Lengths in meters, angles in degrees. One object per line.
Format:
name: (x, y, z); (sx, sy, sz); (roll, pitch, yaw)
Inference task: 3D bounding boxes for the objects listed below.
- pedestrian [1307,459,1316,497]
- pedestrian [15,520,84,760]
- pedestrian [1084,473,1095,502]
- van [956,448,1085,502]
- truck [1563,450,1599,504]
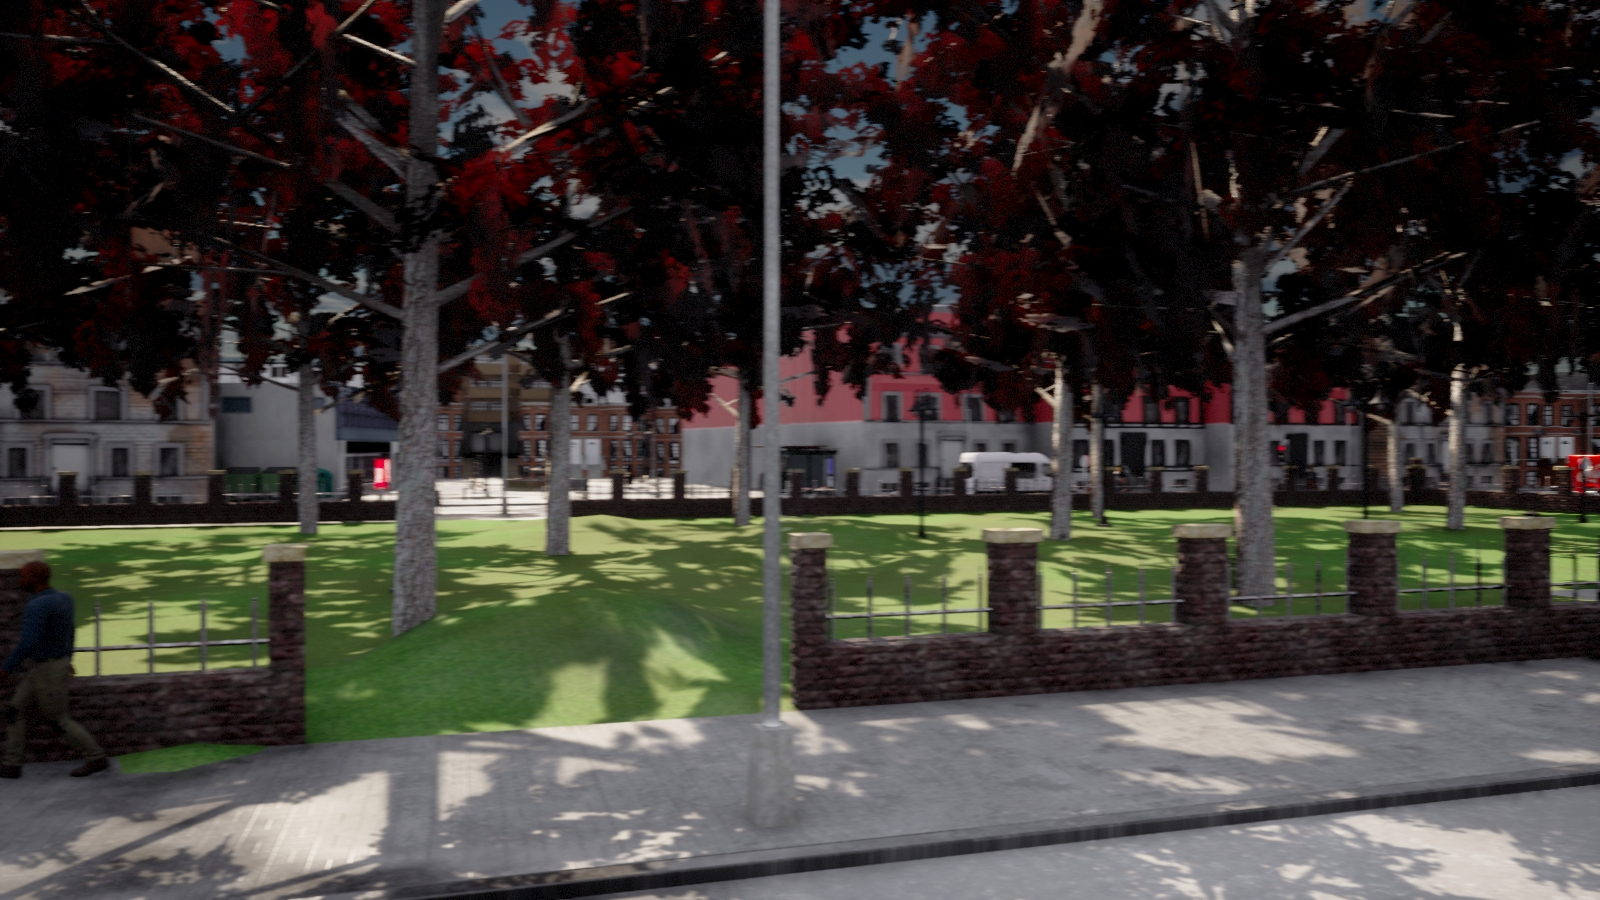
pedestrian: (25.570, 1.388, 57.123); (0.375, 1.860, 0.375); (0, 0, 35)
pedestrian: (-6.036, 1.505, 9.196); (0.375, 1.860, 0.375); (0, 0, -18)
pedestrian: (13.054, 1.683, 51.521); (0.375, 1.300, 0.375); (0, 0, -16)
van: (10.770, 1.185, 55.877); (5.915, 2.561, 1.988); (0, 0, -17)
truck: (37.718, 1.220, 51.425); (2.627, 2.467, 5.204); (0, 0, -15)
